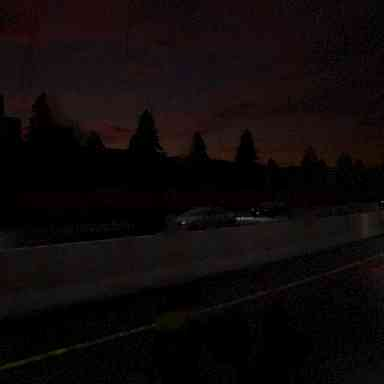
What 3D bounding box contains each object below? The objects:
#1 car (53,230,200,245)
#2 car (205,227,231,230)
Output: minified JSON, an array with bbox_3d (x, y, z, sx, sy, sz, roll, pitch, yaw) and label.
[{"bbox_3d":[-2.151,1.601,11.359,4.718,1.301,1.895,0,0,-39],"label":"car"},{"bbox_3d":[0.538,1.526,18.336,4.674,1.442,1.812,0,0,-43],"label":"car"}]
